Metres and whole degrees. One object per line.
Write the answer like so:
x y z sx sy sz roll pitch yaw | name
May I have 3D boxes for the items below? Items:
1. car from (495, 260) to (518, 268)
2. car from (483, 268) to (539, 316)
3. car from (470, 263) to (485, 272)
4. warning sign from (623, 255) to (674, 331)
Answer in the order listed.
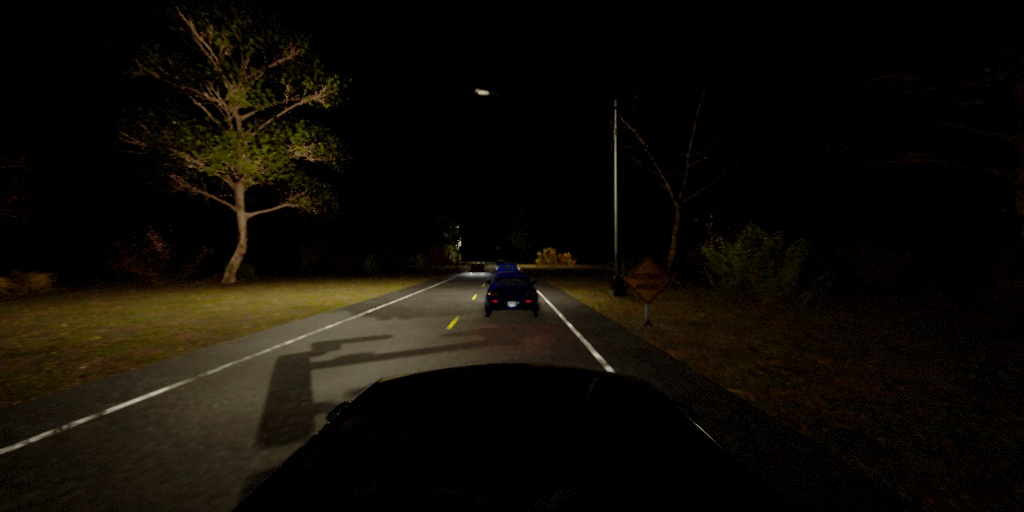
-0.327 1.365 29.156 1.882 1.535 5.008 0 0 -1 | car
-0.013 1.338 13.506 1.812 1.442 4.674 0 0 0 | car
-4.802 1.584 50.195 1.895 1.301 4.718 0 0 -2 | car
3.520 0.904 9.339 1.300 1.860 1.060 0 0 0 | warning sign
